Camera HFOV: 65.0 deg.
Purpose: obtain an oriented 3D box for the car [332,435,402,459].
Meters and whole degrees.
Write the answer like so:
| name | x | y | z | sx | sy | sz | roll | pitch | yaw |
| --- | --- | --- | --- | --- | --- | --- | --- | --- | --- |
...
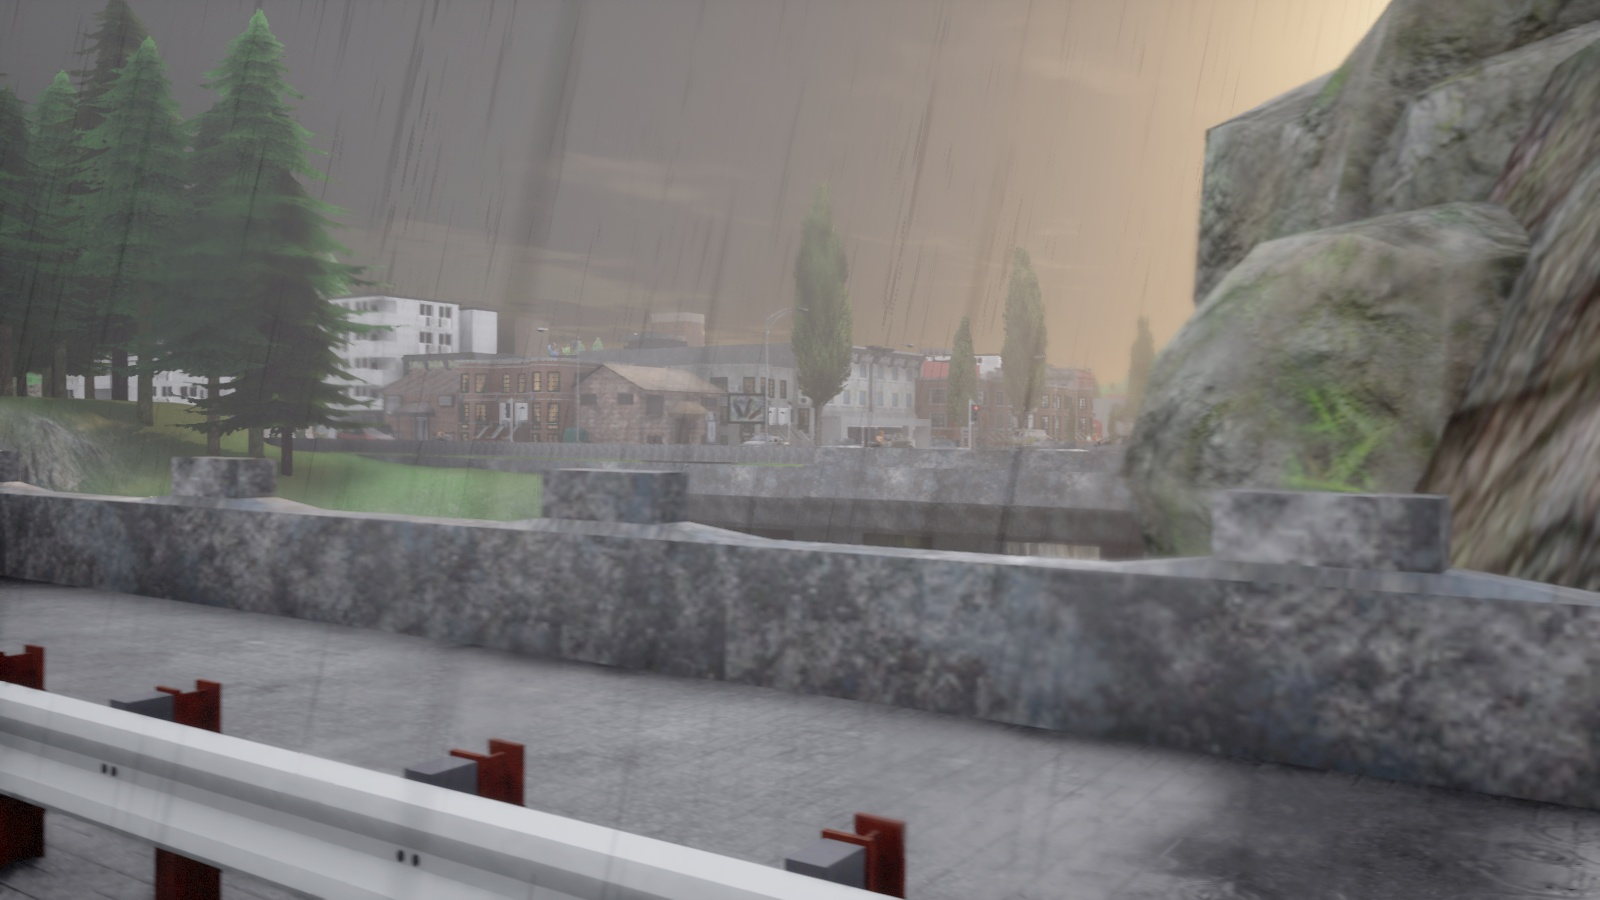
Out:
| name | x | y | z | sx | sy | sz | roll | pitch | yaw |
| --- | --- | --- | --- | --- | --- | --- | --- | --- | --- |
| car | -28.537 | -0.192 | 82.688 | 4.514 | 1.525 | 2.007 | 0 | 1 | 34 |

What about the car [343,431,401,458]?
| name | x | y | z | sx | sy | sz | roll | pitch | yaw |
| --- | --- | --- | --- | --- | --- | --- | --- | --- | --- |
| car | -30.219 | -0.408 | 88.610 | 3.866 | 1.878 | 1.905 | 0 | 1 | 34 |

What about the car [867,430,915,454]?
| name | x | y | z | sx | sy | sz | roll | pitch | yaw |
| --- | --- | --- | --- | --- | --- | --- | --- | --- | --- |
| car | 6.439 | -0.564 | 88.498 | 1.789 | 1.549 | 3.705 | 0 | 2 | 34 |

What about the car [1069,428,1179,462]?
| name | x | y | z | sx | sy | sz | roll | pitch | yaw |
| --- | --- | --- | --- | --- | --- | --- | --- | --- | --- |
| car | 15.068 | -0.256 | 58.454 | 4.514 | 1.525 | 2.007 | 0 | 1 | 34 |

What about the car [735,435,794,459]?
| name | x | y | z | sx | sy | sz | roll | pitch | yaw |
| --- | --- | --- | --- | --- | --- | --- | --- | --- | --- |
| car | -2.061 | -0.206 | 74.648 | 1.994 | 1.385 | 4.181 | 0 | 1 | 22 |
